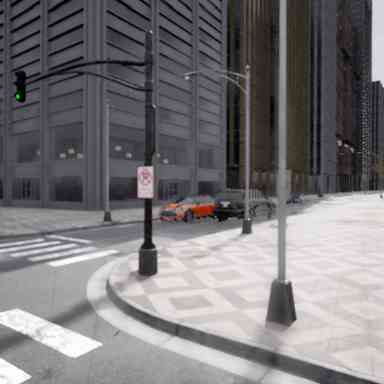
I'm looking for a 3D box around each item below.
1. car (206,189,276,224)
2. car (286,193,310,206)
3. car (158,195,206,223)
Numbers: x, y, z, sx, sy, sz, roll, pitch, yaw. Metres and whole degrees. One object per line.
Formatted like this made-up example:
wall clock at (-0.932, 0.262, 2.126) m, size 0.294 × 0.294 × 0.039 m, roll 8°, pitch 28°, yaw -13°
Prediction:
car at (3.511, 0.844, 21.402) m, size 2.150 × 2.045 × 5.566 m, roll 0°, pitch 1°, yaw 36°
car at (12.403, 0.851, 39.173) m, size 1.994 × 1.385 × 4.181 m, roll 0°, pitch 1°, yaw 36°
car at (-0.150, 0.989, 21.756) m, size 2.097 × 1.767 × 4.553 m, roll 0°, pitch 1°, yaw 36°
